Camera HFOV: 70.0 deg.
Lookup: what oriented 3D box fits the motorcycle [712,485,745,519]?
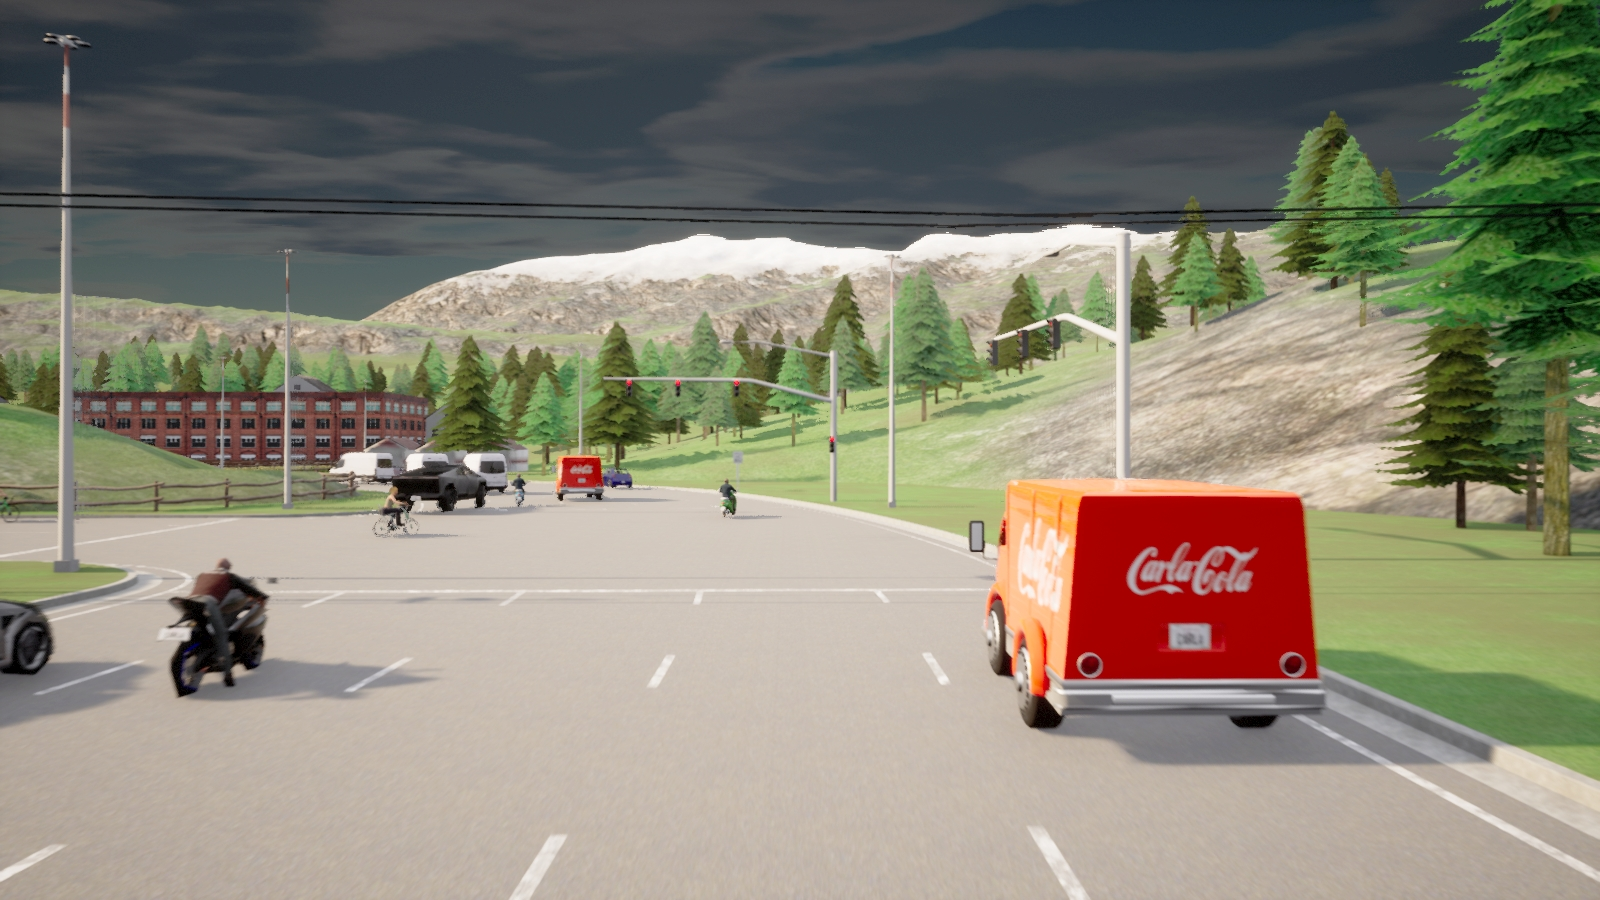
[{"bbox_3d":[-2.976,2.142,47.717,0.856,1.316,1.805,-2,-1,12],"label":"motorcycle"}]

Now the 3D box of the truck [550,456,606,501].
[{"bbox_3d":[-12.764,1.569,65.356,2.627,2.467,5.204,0,0,-17],"label":"truck"}]

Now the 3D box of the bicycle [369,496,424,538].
[{"bbox_3d":[-13.057,2.158,36.978,1.487,1.276,0.859,0,-2,-36],"label":"bicycle"}]

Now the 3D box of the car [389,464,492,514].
[{"bbox_3d":[-16.535,1.753,52.933,2.390,2.098,6.274,0,0,4],"label":"car"}]

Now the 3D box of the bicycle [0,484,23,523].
[{"bbox_3d":[-30.967,2.056,44.112,1.643,1.496,0.373,0,0,-1],"label":"bicycle"}]

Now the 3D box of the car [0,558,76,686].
[{"bbox_3d":[-10.520,2.119,12.975,1.994,1.385,4.181,0,0,-1],"label":"car"}]

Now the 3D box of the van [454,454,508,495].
[{"bbox_3d":[-21.010,1.535,75.078,1.988,2.561,5.915,0,0,-30],"label":"van"}]

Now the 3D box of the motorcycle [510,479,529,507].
[{"bbox_3d":[-14.078,2.142,57.372,0.856,1.316,1.805,-1,0,-13],"label":"motorcycle"}]

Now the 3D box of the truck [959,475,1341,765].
[{"bbox_3d":[3.483,1.568,12.779,2.627,2.467,5.204,0,0,-1],"label":"truck"}]

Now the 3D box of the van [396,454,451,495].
[{"bbox_3d":[-24.389,1.535,73.919,1.988,2.561,5.915,1,0,-32],"label":"van"}]

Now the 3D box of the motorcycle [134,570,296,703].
[{"bbox_3d":[-7.041,2.205,13.904,0.867,1.251,2.209,0,0,-1],"label":"motorcycle"}]
